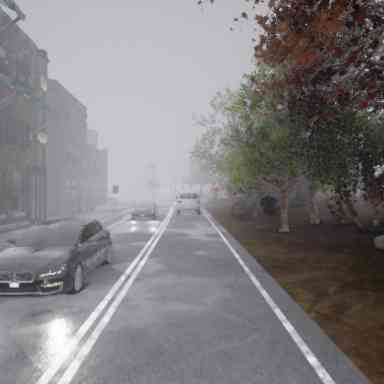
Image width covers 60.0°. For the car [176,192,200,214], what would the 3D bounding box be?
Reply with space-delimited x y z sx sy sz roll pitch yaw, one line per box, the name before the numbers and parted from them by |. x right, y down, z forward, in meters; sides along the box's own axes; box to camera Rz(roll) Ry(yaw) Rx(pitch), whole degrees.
car | -0.363 1.015 32.346 2.150 2.045 5.566 0 1 -2

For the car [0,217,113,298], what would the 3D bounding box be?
car | -3.404 1.489 8.761 1.837 1.490 4.892 0 1 0

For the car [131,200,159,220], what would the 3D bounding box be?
car | -3.656 1.388 26.570 1.812 1.442 4.674 0 1 -1
